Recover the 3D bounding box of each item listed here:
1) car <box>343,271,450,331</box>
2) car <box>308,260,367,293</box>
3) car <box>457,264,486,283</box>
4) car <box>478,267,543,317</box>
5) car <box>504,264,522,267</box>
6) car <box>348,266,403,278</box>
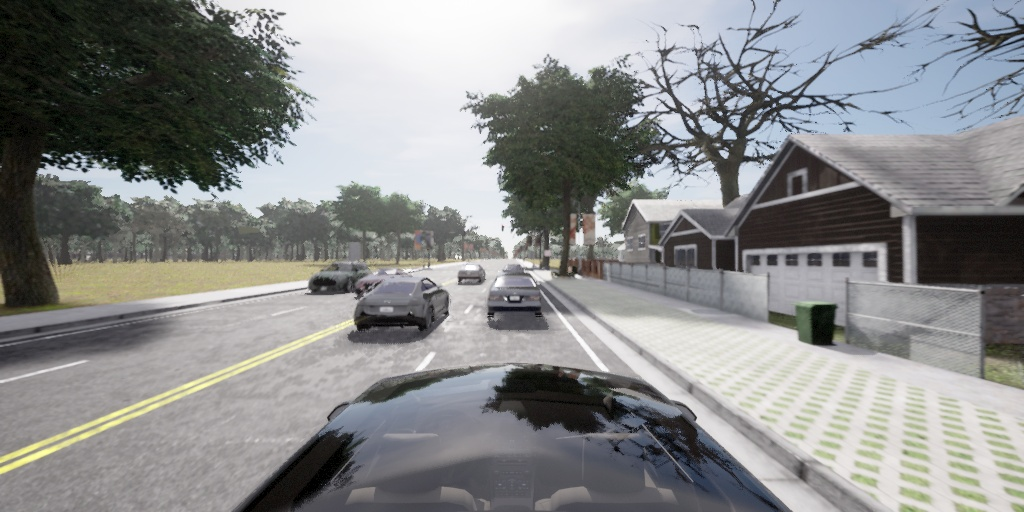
[{"bbox_3d":[-3.169,1.325,11.098,1.994,1.385,4.181,0,0,0],"label":"car"},{"bbox_3d":[-9.853,1.122,21.011,2.097,1.767,4.553,0,0,0],"label":"car"},{"bbox_3d":[-3.164,1.326,28.706,2.033,1.411,5.357,0,0,0],"label":"car"},{"bbox_3d":[0.088,1.309,13.232,2.033,1.411,5.357,0,0,0],"label":"car"},{"bbox_3d":[0.085,1.325,28.706,2.033,1.411,5.357,0,0,0],"label":"car"},{"bbox_3d":[-6.603,1.332,18.921,1.994,1.385,4.181,0,0,0],"label":"car"}]
